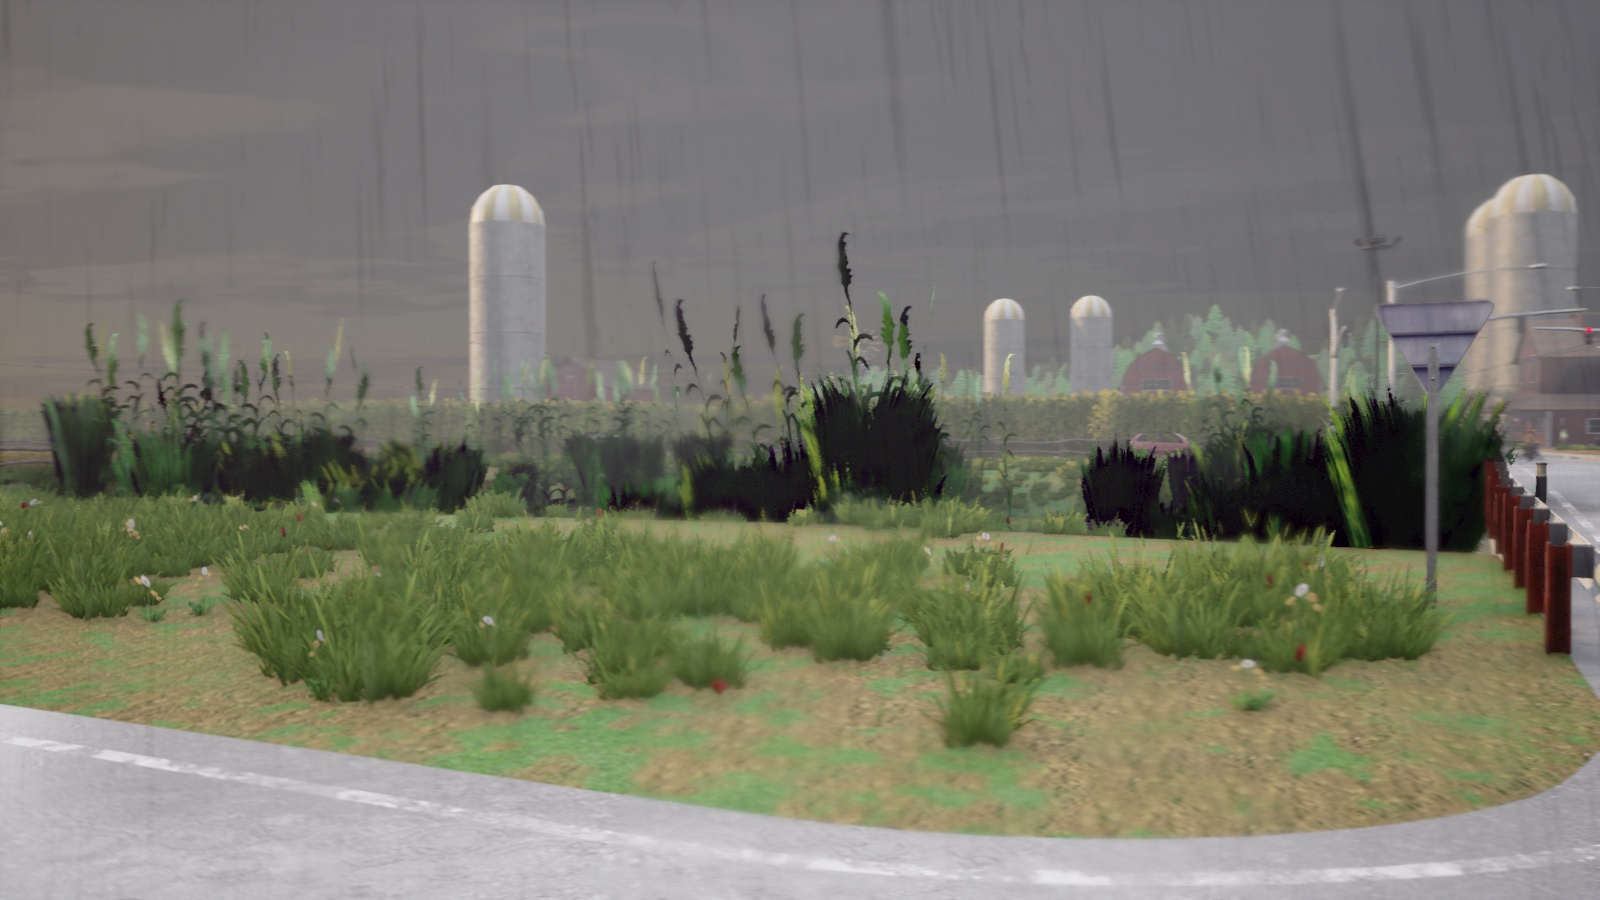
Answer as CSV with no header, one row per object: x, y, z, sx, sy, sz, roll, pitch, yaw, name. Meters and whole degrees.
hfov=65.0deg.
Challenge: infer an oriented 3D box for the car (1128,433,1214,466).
18.457,-0.043,62.470,3.988,1.617,1.851,1,1,19,car
